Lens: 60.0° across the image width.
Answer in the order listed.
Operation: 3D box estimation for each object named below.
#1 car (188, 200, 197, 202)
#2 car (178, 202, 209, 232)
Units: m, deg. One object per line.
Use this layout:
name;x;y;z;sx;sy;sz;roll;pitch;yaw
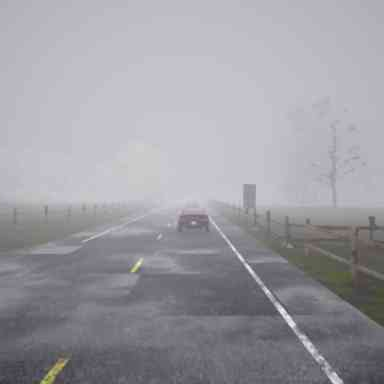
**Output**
car;0.009;1.999;52.235;2.128;1.511;4.902;0;-1;0
car;0.102;1.692;21.923;1.882;1.535;5.008;0;-1;0
